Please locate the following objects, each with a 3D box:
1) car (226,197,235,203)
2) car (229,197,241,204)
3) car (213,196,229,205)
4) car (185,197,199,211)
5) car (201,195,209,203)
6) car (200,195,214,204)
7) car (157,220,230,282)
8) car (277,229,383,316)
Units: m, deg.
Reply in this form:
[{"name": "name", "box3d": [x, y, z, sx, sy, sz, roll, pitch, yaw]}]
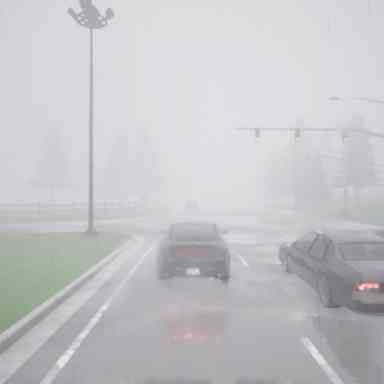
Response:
[{"name": "car", "box3d": [10.492, 2.166, 90.507, 1.837, 1.490, 4.892, 0, -1, 0]}, {"name": "car", "box3d": [10.493, 2.088, 80.474, 2.097, 1.767, 4.553, 0, -1, 0]}, {"name": "car", "box3d": [6.993, 2.254, 80.085, 2.128, 1.511, 4.902, 0, -1, 0]}, {"name": "car", "box3d": [-0.004, 1.934, 49.466, 1.882, 1.535, 5.008, 0, -1, 0]}, {"name": "car", "box3d": [3.492, 1.891, 90.539, 2.150, 2.045, 5.566, 0, -1, 0]}, {"name": "car", "box3d": [3.493, 2.089, 80.473, 2.097, 1.767, 4.553, 0, -1, 0]}, {"name": "car", "box3d": [0.058, 1.599, 10.051, 1.837, 1.490, 4.892, 0, 0, 1]}, {"name": "car", "box3d": [3.534, 1.622, 7.927, 2.033, 1.411, 5.357, 0, -1, 0]}]
